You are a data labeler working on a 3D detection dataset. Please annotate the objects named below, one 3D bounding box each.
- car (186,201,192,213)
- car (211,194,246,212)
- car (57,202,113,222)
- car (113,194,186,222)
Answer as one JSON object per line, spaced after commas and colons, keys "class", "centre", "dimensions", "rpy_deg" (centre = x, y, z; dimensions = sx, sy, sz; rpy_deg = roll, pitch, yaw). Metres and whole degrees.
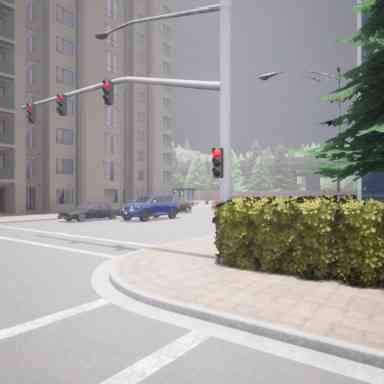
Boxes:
{"class": "car", "centre": [-2.018, 1.478, 34.591], "dimensions": [1.882, 1.535, 5.008], "rpy_deg": [0, 0, 36]}
{"class": "car", "centre": [4.298, 1.223, 37.258], "dimensions": [2.150, 2.045, 5.566], "rpy_deg": [0, 0, 37]}
{"class": "car", "centre": [-7.904, 1.547, 26.571], "dimensions": [2.033, 1.411, 5.357], "rpy_deg": [0, 0, 36]}
{"class": "car", "centre": [-3.282, 1.221, 26.957], "dimensions": [2.150, 2.045, 5.566], "rpy_deg": [0, 0, 36]}
